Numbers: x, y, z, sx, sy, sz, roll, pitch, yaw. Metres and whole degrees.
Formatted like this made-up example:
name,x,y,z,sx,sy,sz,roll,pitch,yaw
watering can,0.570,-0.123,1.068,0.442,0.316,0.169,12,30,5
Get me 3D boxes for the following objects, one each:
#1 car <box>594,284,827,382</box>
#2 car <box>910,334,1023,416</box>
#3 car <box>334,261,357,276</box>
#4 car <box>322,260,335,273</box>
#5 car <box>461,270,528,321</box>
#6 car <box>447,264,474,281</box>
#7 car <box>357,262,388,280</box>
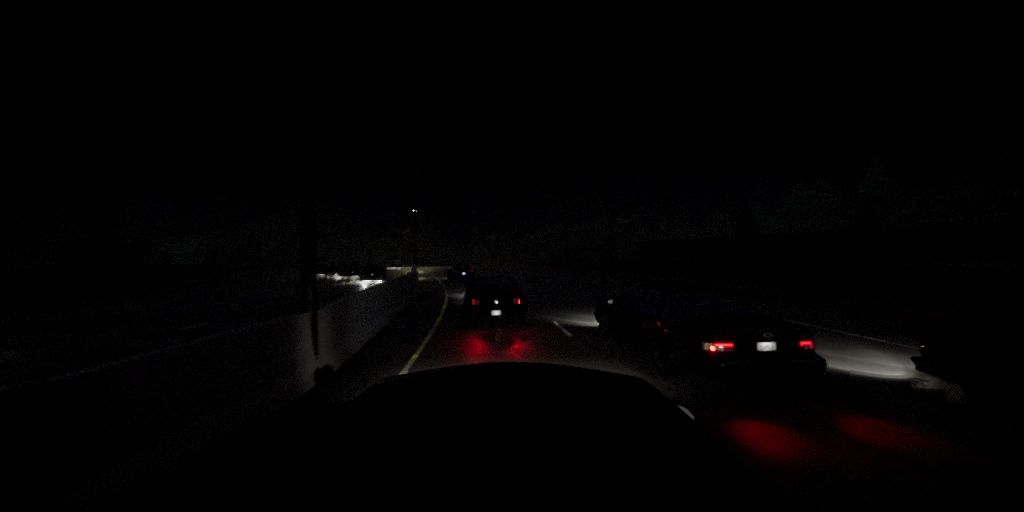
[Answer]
name,x,y,z,sx,sy,sz,roll,pitch,yaw
car,3.297,1.278,7.394,2.033,1.411,5.357,0,0,-4
car,6.988,1.267,2.879,2.033,1.411,5.357,0,0,-1
car,-18.027,1.316,40.032,1.882,1.535,5.008,0,0,-15
car,-23.616,1.348,47.335,1.882,1.535,5.008,0,0,-15
car,-0.713,1.347,12.551,1.895,1.301,4.718,0,0,-7
car,-4.193,1.317,29.558,1.994,1.385,4.181,0,0,-14
car,-12.214,1.370,31.946,1.994,1.385,4.181,0,0,-15
